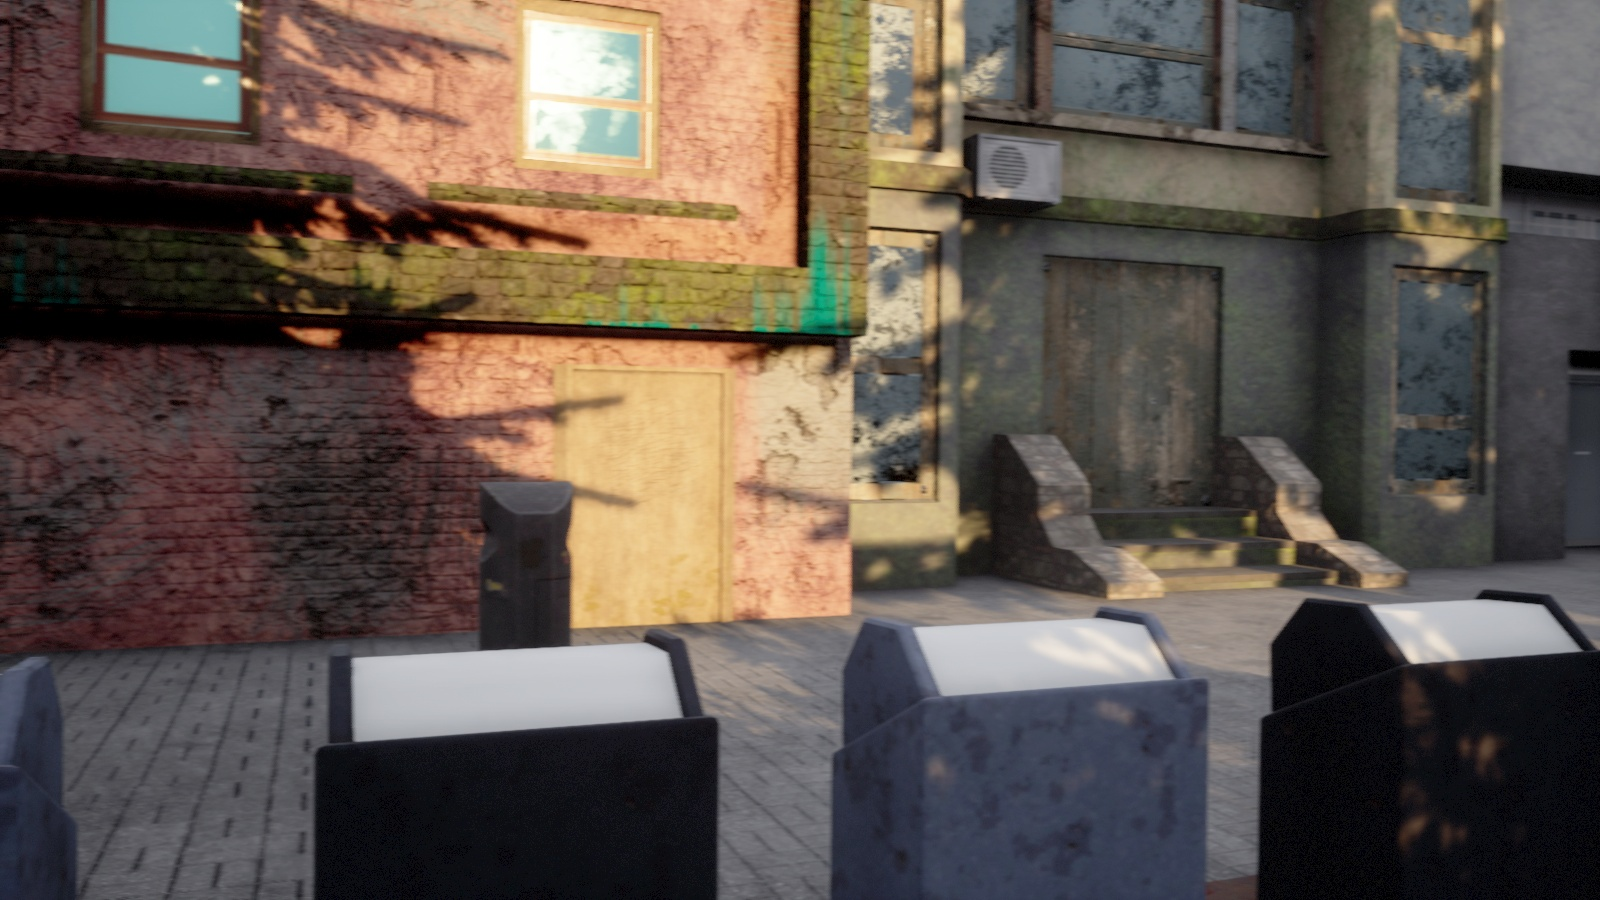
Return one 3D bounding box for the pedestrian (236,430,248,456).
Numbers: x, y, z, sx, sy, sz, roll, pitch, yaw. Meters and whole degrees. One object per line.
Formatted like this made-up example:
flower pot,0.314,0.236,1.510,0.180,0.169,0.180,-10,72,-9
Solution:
pedestrian,-38.845,-0.494,87.348,0.726,1.835,0.370,-1,1,-23
